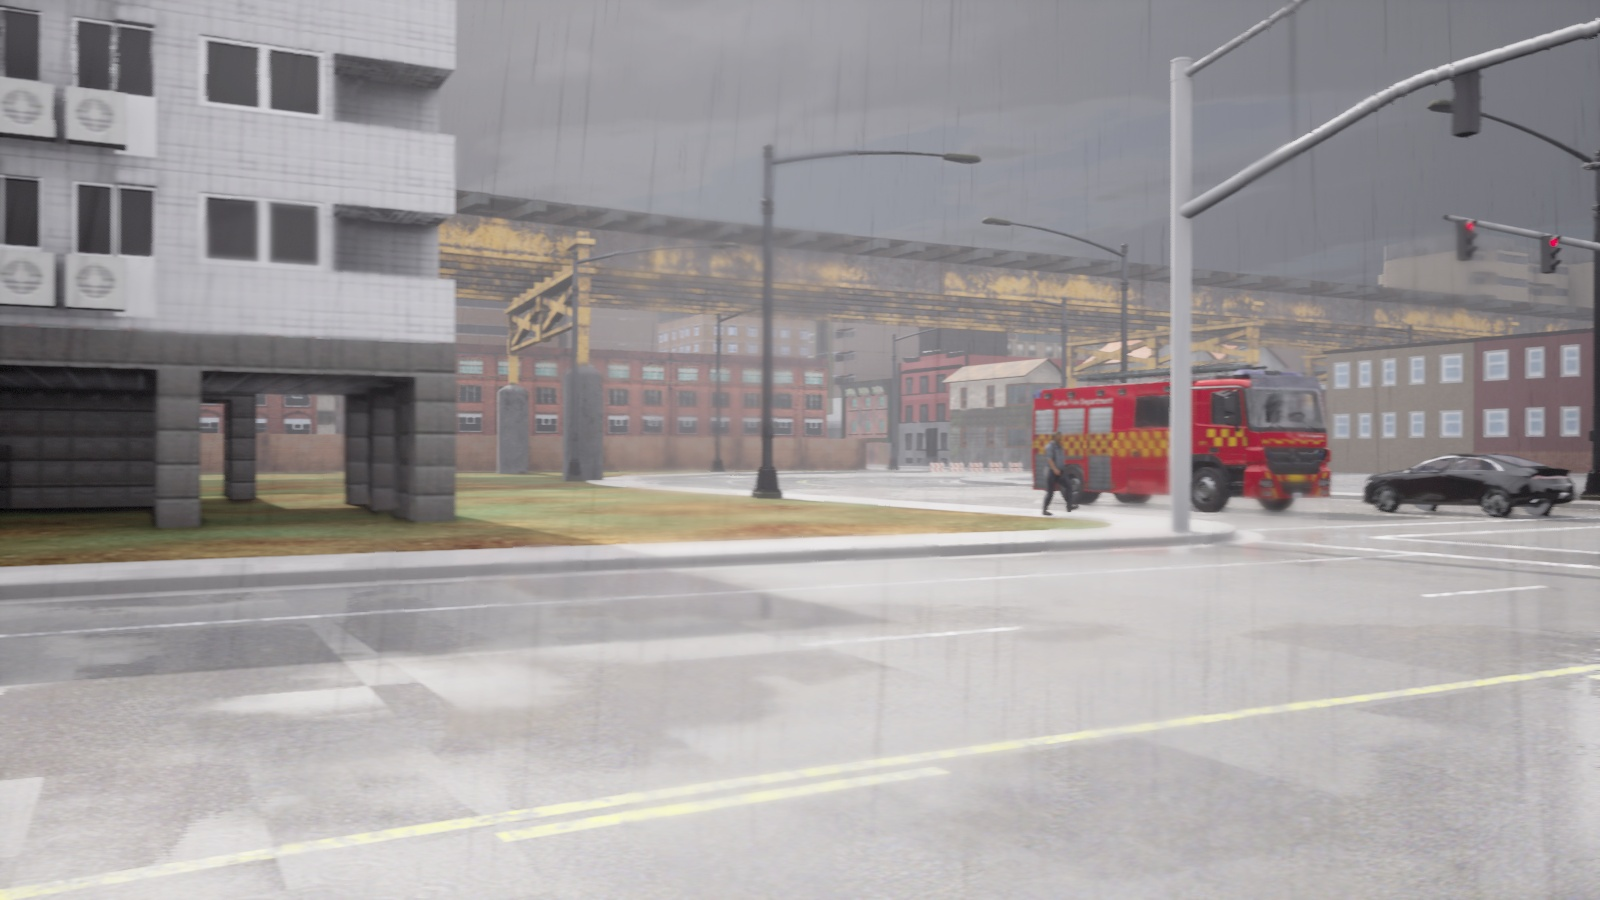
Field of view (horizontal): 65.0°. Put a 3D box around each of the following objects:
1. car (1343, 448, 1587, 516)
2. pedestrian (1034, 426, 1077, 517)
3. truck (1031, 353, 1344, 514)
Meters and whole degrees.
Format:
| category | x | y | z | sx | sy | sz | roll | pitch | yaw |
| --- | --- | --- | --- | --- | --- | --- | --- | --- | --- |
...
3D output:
| category | x | y | z | sx | sy | sz | roll | pitch | yaw |
| --- | --- | --- | --- | --- | --- | --- | --- | --- | --- |
| car | 16.103 | 0.725 | 30.709 | 2.128 | 1.511 | 4.902 | 0 | 0 | -29 |
| pedestrian | 5.298 | 0.440 | 26.049 | 0.540 | 1.848 | 0.694 | 0 | 0 | -34 |
| truck | 10.171 | -0.381 | 34.178 | 2.891 | 3.827 | 8.468 | 0 | 0 | -29 |
